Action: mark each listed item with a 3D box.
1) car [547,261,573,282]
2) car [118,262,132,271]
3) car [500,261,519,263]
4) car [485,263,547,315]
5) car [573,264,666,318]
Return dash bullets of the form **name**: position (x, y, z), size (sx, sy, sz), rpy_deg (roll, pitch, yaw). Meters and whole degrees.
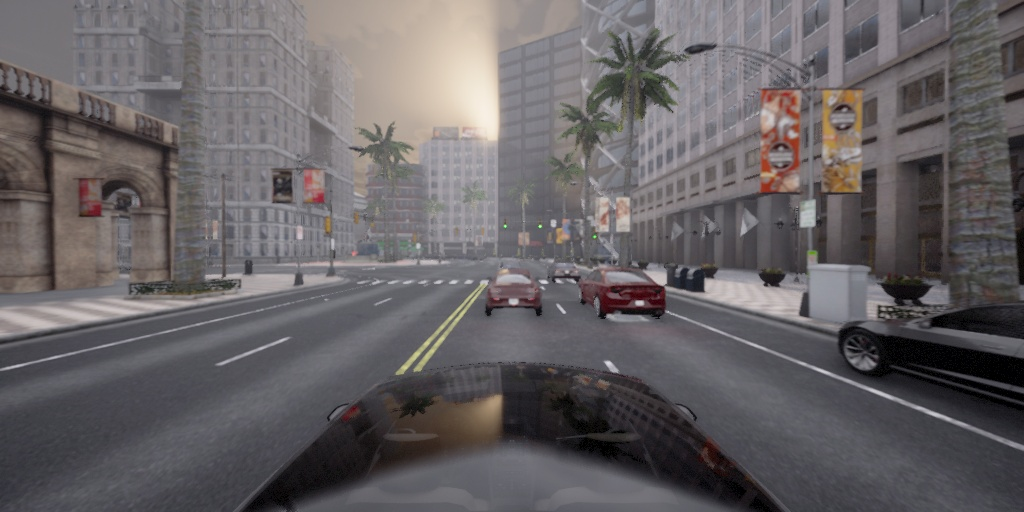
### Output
- **car**: position (3.536, 1.041, 25.400), size (2.033, 1.411, 5.357), rpy_deg (0, 1, 1)
- **car**: position (-42.831, 0.965, 37.986), size (4.718, 1.301, 1.895), rpy_deg (0, 1, 0)
- **car**: position (-0.195, 1.070, 27.651), size (1.895, 1.301, 4.718), rpy_deg (0, 1, -4)
- **car**: position (0.058, 1.155, 12.857), size (1.812, 1.442, 4.674), rpy_deg (0, 0, 0)
- **car**: position (3.554, 1.112, 12.399), size (1.882, 1.535, 5.008), rpy_deg (0, 1, 0)
